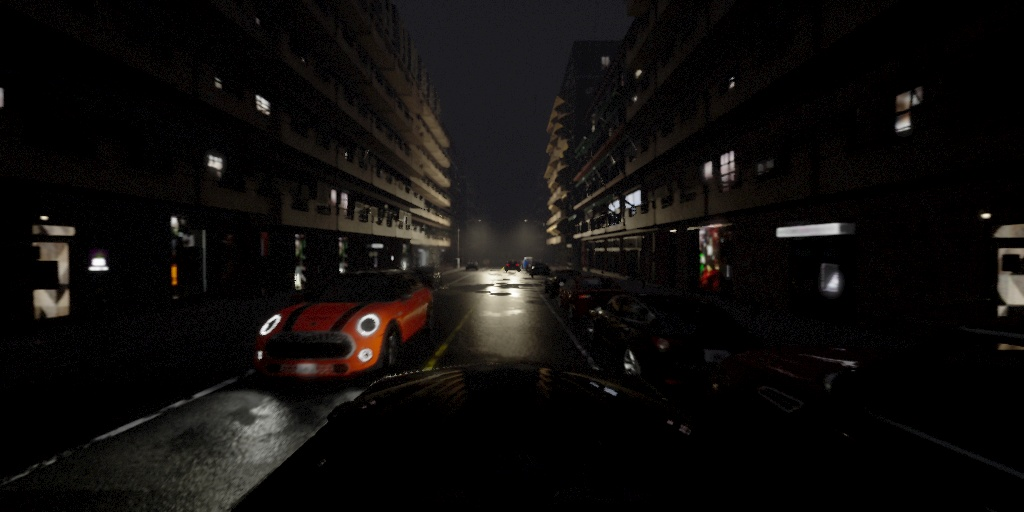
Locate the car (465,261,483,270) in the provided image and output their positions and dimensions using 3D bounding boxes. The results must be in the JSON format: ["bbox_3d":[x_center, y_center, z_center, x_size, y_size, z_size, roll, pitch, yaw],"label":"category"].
[{"bbox_3d":[-5.689,1.333,51.958,2.007,1.370,4.403,0,0,0],"label":"car"}]

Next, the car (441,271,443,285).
[{"bbox_3d":[-5.690,1.334,23.633,1.948,1.339,4.313,0,0,0],"label":"car"}]

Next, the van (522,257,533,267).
[{"bbox_3d":[2.692,1.124,57.678,1.690,1.789,3.998,0,0,0],"label":"van"}]

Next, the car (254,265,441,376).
[{"bbox_3d":[-3.097,1.108,7.649,2.097,1.767,4.553,0,0,0],"label":"car"}]

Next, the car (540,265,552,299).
[{"bbox_3d":[2.663,1.331,18.026,1.948,1.339,4.313,0,0,0],"label":"car"}]

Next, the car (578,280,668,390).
[{"bbox_3d":[2.657,1.321,6.696,1.948,1.339,4.313,0,0,0],"label":"car"}]

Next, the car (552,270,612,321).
[{"bbox_3d":[2.658,1.305,12.361,1.888,1.381,4.507,0,0,0],"label":"car"}]

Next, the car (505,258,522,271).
[{"bbox_3d":[0.100,1.308,48.876,1.812,1.442,4.674,0,0,0],"label":"car"}]

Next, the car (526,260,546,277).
[{"bbox_3d":[2.693,1.342,35.019,1.948,1.339,4.313,0,0,0],"label":"car"}]

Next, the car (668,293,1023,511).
[{"bbox_3d":[2.657,1.064,1.032,2.192,1.841,5.009,0,0,0],"label":"car"}]

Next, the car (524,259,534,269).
[{"bbox_3d":[2.692,1.329,40.684,2.007,1.370,4.403,0,0,0],"label":"car"}]
